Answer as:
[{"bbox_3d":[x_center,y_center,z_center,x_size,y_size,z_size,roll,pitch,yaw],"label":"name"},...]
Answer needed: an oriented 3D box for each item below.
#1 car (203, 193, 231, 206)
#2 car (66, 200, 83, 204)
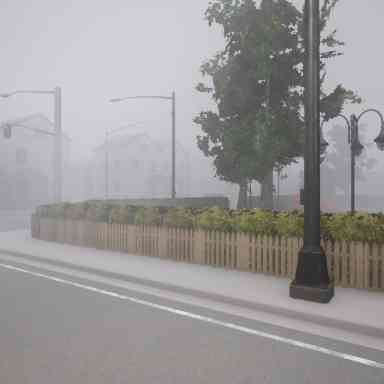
[{"bbox_3d":[3.515,1.221,48.168,2.150,2.045,5.566,0,0,35],"label":"car"},{"bbox_3d":[-11.708,1.525,32.613,1.812,1.442,4.674,0,0,35],"label":"car"}]
